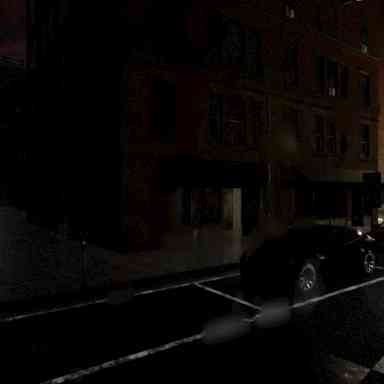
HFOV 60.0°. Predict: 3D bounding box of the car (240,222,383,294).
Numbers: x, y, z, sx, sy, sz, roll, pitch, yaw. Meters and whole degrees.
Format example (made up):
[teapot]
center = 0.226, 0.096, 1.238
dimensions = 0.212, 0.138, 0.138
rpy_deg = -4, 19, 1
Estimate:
[car]
center = 3.216, 1.566, 8.835
dimensions = 4.313, 1.339, 1.947
rpy_deg = 0, 0, -36
